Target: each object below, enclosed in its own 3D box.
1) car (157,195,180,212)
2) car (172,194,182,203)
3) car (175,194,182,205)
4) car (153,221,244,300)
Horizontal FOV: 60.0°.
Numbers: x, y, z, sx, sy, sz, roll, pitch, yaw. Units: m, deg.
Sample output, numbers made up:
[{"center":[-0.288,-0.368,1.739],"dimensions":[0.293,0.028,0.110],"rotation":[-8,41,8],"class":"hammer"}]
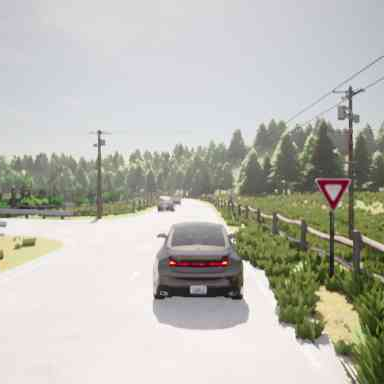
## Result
[{"center":[-2.928,1.465,38.289],"dimensions":[2.128,1.511,4.902],"rotation":[0,0,1],"class":"car"},{"center":[-3.177,1.294,70.488],"dimensions":[2.097,1.767,4.553],"rotation":[0,0,-2],"class":"car"},{"center":[-2.821,1.488,55.392],"dimensions":[1.812,1.442,4.674],"rotation":[0,0,0],"class":"car"},{"center":[0.140,1.499,8.373],"dimensions":[1.837,1.490,4.892],"rotation":[0,0,1],"class":"car"}]
